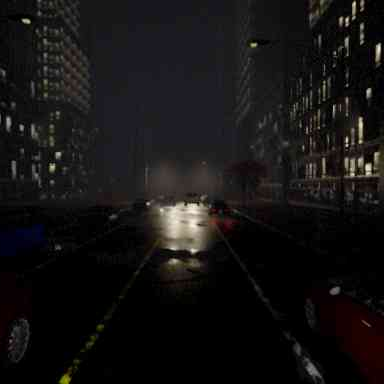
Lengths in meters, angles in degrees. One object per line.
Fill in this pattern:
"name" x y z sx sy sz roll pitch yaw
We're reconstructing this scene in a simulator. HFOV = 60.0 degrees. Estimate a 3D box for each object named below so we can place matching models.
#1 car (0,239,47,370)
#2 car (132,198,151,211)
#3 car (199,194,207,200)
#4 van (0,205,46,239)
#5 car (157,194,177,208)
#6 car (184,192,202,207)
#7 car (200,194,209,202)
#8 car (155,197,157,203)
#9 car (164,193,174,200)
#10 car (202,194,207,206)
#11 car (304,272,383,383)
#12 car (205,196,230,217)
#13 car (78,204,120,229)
"car" -3.098 1.512 2.954 1.812 1.442 4.674 0 0 0
"car" -5.699 1.396 37.621 2.008 1.369 4.403 -1 0 0
"car" 2.685 1.261 82.619 1.947 1.339 4.313 -1 0 0
"van" -5.704 1.300 9.494 1.690 1.788 3.998 -1 0 0
"car" -3.083 1.299 44.131 1.882 1.535 5.008 0 0 0
"car" 0.002 1.031 47.854 2.150 2.045 5.566 0 0 0
"car" 2.684 1.255 71.541 1.752 1.417 4.829 -1 0 0
"car" -5.697 1.317 60.120 2.008 1.369 4.403 -1 0 0
"car" -5.698 1.136 82.620 1.967 1.590 4.097 -1 0 0
"car" 2.680 1.245 48.870 1.967 1.590 4.097 -1 0 0
"car" 2.680 1.565 3.871 1.802 1.307 4.206 -1 0 0
"car" 2.354 1.401 29.745 1.812 1.442 4.674 0 0 0
"car" -5.700 1.456 20.745 1.887 1.381 4.507 -1 0 0
